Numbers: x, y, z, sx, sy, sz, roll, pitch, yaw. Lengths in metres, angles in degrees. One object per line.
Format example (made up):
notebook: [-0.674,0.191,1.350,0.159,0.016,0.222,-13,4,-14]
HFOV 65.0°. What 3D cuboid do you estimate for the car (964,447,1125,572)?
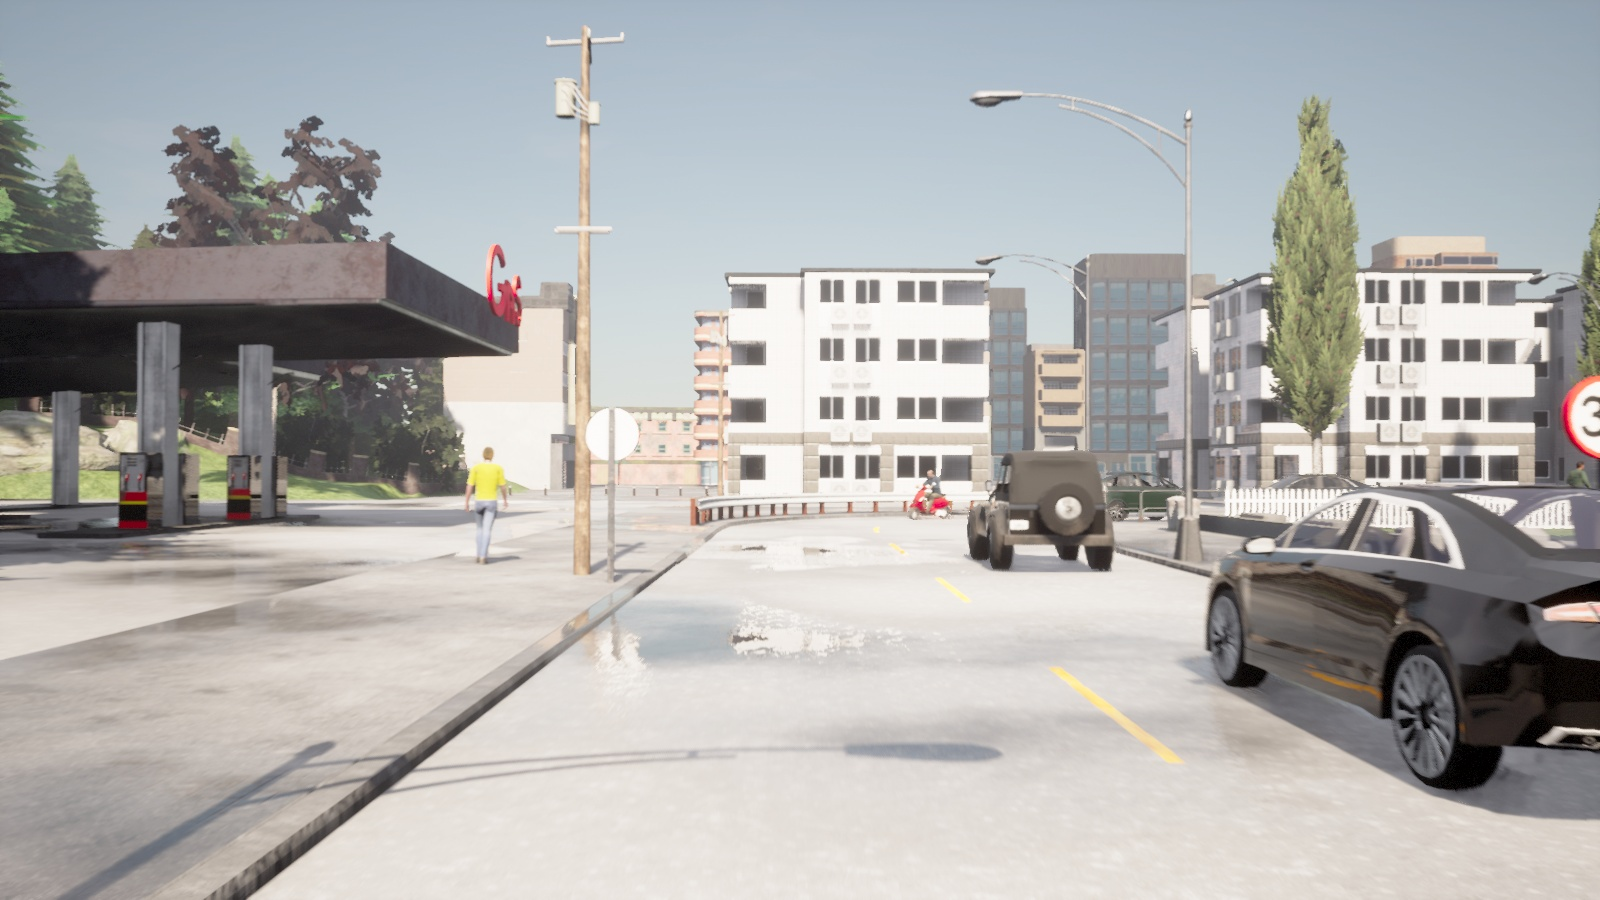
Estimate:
car: [3.948,0.932,20.941,1.905,1.878,3.866,0,-1,0]

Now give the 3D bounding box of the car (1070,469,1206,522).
car: [10.432,1.377,38.810,3.705,1.549,1.789,0,-1,-20]

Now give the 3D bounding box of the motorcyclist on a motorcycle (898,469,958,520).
motorcyclist on a motorcycle: [4.087,1.397,39.921,1.817,1.590,0.866,1,0,-40]

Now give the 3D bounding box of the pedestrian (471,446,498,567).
pedestrian: [-4.866,0.856,19.398,0.354,1.836,0.706,0,-1,-10]

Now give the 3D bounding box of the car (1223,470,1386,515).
car: [17.315,1.447,43.252,4.892,1.490,1.837,0,-1,0]

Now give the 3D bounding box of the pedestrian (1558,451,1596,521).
pedestrian: [21.941,1.008,35.465,0.788,1.949,0.423,0,-1,-5]

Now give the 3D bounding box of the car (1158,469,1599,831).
car: [3.981,0.879,7.741,2.128,1.511,4.902,0,-1,0]
